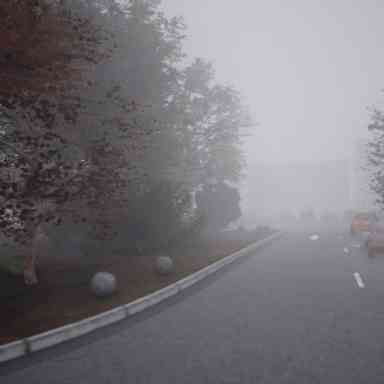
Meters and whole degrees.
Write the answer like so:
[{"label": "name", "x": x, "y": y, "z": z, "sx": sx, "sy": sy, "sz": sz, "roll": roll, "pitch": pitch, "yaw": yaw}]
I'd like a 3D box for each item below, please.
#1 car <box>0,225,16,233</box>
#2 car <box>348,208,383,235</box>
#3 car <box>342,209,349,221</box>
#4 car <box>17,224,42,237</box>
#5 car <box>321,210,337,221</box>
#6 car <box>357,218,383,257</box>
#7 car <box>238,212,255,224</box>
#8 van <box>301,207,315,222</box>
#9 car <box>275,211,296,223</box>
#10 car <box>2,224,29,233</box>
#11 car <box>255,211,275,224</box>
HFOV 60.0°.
[{"label": "car", "x": -26.730, "y": 6.100, "z": 49.980, "sx": 2.163, "sy": 1.488, "sz": 4.792, "roll": -4, "pitch": -3, "yaw": 21}, {"label": "car", "x": 13.926, "y": 2.399, "z": 26.638, "sx": 2.097, "sy": 1.767, "sz": 4.553, "roll": 0, "pitch": -1, "yaw": 26}, {"label": "car", "x": 21.729, "y": 3.039, "z": 45.347, "sx": 2.163, "sy": 1.488, "sz": 4.792, "roll": -4, "pitch": -3, "yaw": 21}, {"label": "car", "x": -21.572, "y": 5.428, "z": 48.003, "sx": 2.435, "sy": 2.045, "sz": 5.566, "roll": -4, "pitch": -3, "yaw": 21}, {"label": "car", "x": 19.110, "y": 3.213, "z": 46.330, "sx": 2.097, "sy": 1.535, "sz": 5.008, "roll": -4, "pitch": -3, "yaw": 21}, {"label": "car", "x": 8.832, "y": 2.099, "z": 15.035, "sx": 1.994, "sy": 1.385, "sz": 4.181, "roll": -1, "pitch": -3, "yaw": 23}, {"label": "car", "x": 8.674, "y": 3.908, "z": 50.376, "sx": 2.185, "sy": 1.767, "sz": 4.553, "roll": -4, "pitch": -3, "yaw": 21}, {"label": "van", "x": 16.527, "y": 3.196, "z": 47.449, "sx": 1.878, "sy": 1.987, "sz": 4.442, "roll": -4, "pitch": -3, "yaw": 21}, {"label": "car", "x": 13.871, "y": 3.497, "z": 48.310, "sx": 2.185, "sy": 1.767, "sz": 4.553, "roll": -4, "pitch": -3, "yaw": 21}, {"label": "car", "x": -35.704, "y": 7.432, "z": 67.410, "sx": 2.002, "sy": 1.452, "sz": 4.674, "roll": -4, "pitch": -3, "yaw": 21}, {"label": "car", "x": 11.284, "y": 3.703, "z": 49.372, "sx": 2.185, "sy": 1.767, "sz": 4.553, "roll": -4, "pitch": -3, "yaw": 21}]
